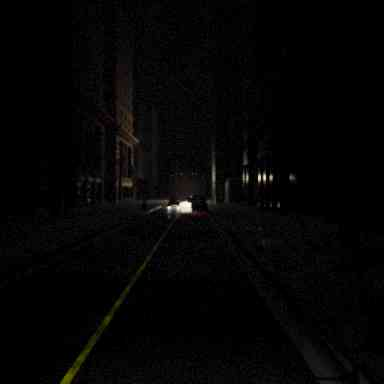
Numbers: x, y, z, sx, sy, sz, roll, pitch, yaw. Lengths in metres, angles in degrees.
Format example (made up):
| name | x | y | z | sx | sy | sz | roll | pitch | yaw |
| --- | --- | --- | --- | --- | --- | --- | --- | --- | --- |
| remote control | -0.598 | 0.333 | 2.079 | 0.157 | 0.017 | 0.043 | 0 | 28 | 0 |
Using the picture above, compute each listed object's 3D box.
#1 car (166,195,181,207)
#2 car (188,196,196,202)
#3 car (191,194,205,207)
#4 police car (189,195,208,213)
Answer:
| name | x | y | z | sx | sy | sz | roll | pitch | yaw |
| --- | --- | --- | --- | --- | --- | --- | --- | --- | --- |
| car | -3.046 | 1.731 | 57.030 | 1.837 | 1.490 | 4.892 | 0 | 0 | 0 |
| car | 0.023 | 1.852 | 90.549 | 2.033 | 1.411 | 5.357 | 0 | 0 | 0 |
| car | 0.914 | 1.443 | 55.479 | 2.150 | 2.045 | 5.566 | 0 | 0 | 0 |
| police car | 0.910 | 1.563 | 39.557 | 1.930 | 1.638 | 5.238 | 0 | 0 | 0 |
